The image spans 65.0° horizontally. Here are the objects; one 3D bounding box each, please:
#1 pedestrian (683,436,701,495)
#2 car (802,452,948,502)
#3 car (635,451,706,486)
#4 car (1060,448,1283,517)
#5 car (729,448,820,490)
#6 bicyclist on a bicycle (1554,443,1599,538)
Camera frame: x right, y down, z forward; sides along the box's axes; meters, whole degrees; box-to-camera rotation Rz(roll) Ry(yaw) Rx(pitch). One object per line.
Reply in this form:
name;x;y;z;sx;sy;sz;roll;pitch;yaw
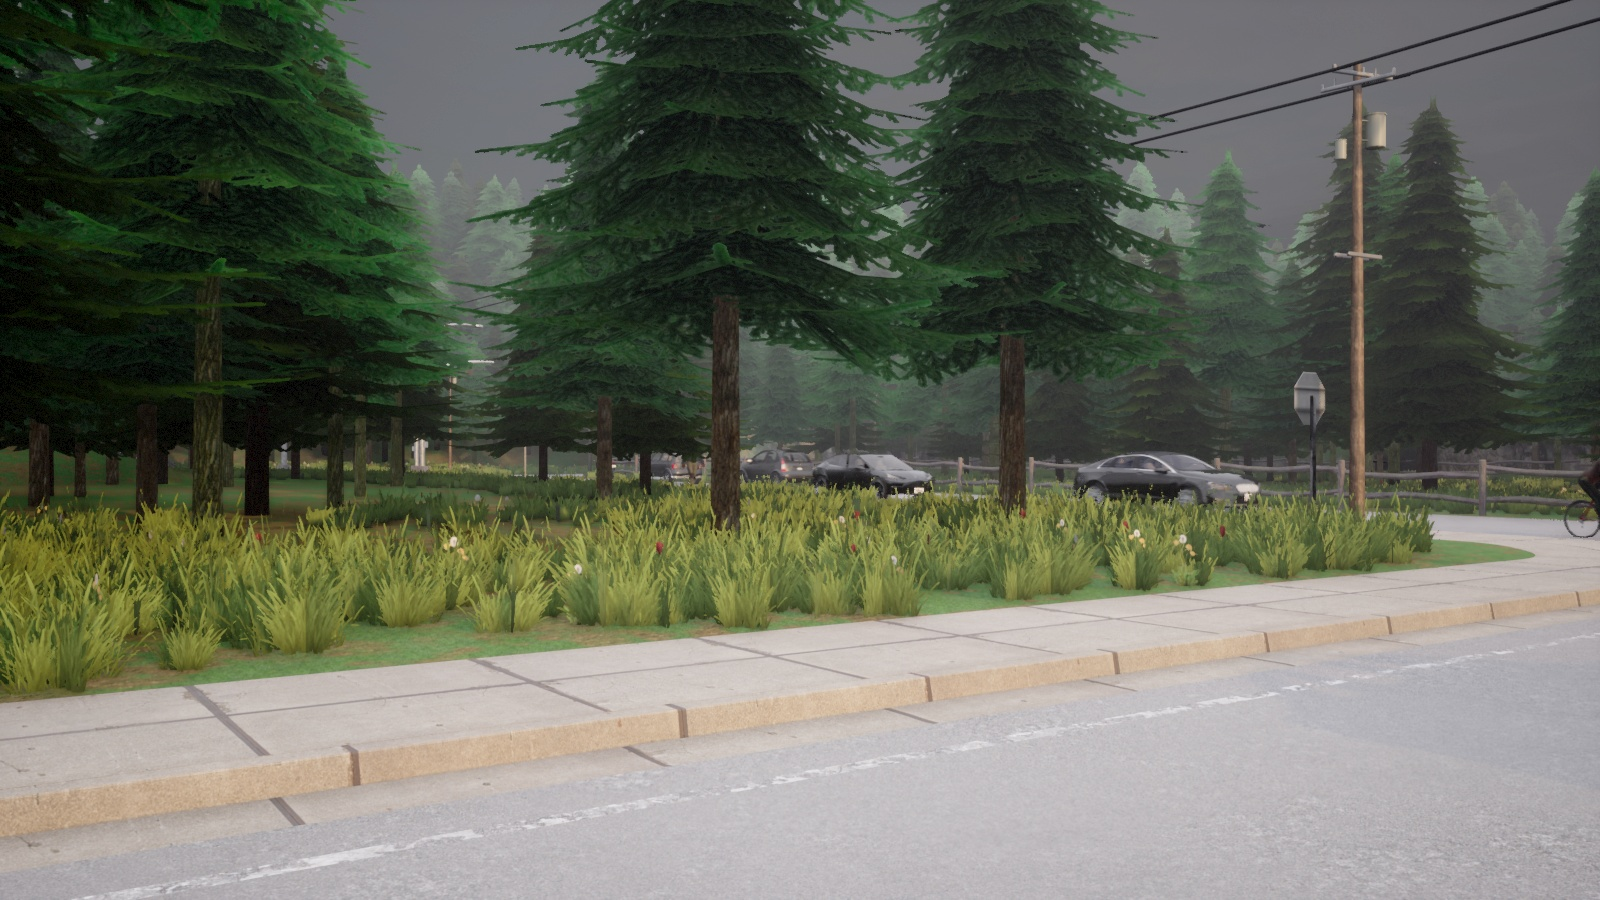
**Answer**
pedestrian;-3.428;0.484;39.816;0.370;1.835;0.726;0;0;-20
car;2.288;0.809;39.876;2.163;1.488;4.792;0;0;-34
car;-6.080;0.851;58.737;1.789;1.549;3.705;0;0;-34
car;8.745;0.721;30.009;2.128;1.511;4.902;0;0;-32
car;-1.070;0.743;51.207;1.851;1.617;3.988;0;0;-34
bicyclist on a bicycle;13.820;0.685;21.370;0.582;1.620;1.656;0;0;-23
